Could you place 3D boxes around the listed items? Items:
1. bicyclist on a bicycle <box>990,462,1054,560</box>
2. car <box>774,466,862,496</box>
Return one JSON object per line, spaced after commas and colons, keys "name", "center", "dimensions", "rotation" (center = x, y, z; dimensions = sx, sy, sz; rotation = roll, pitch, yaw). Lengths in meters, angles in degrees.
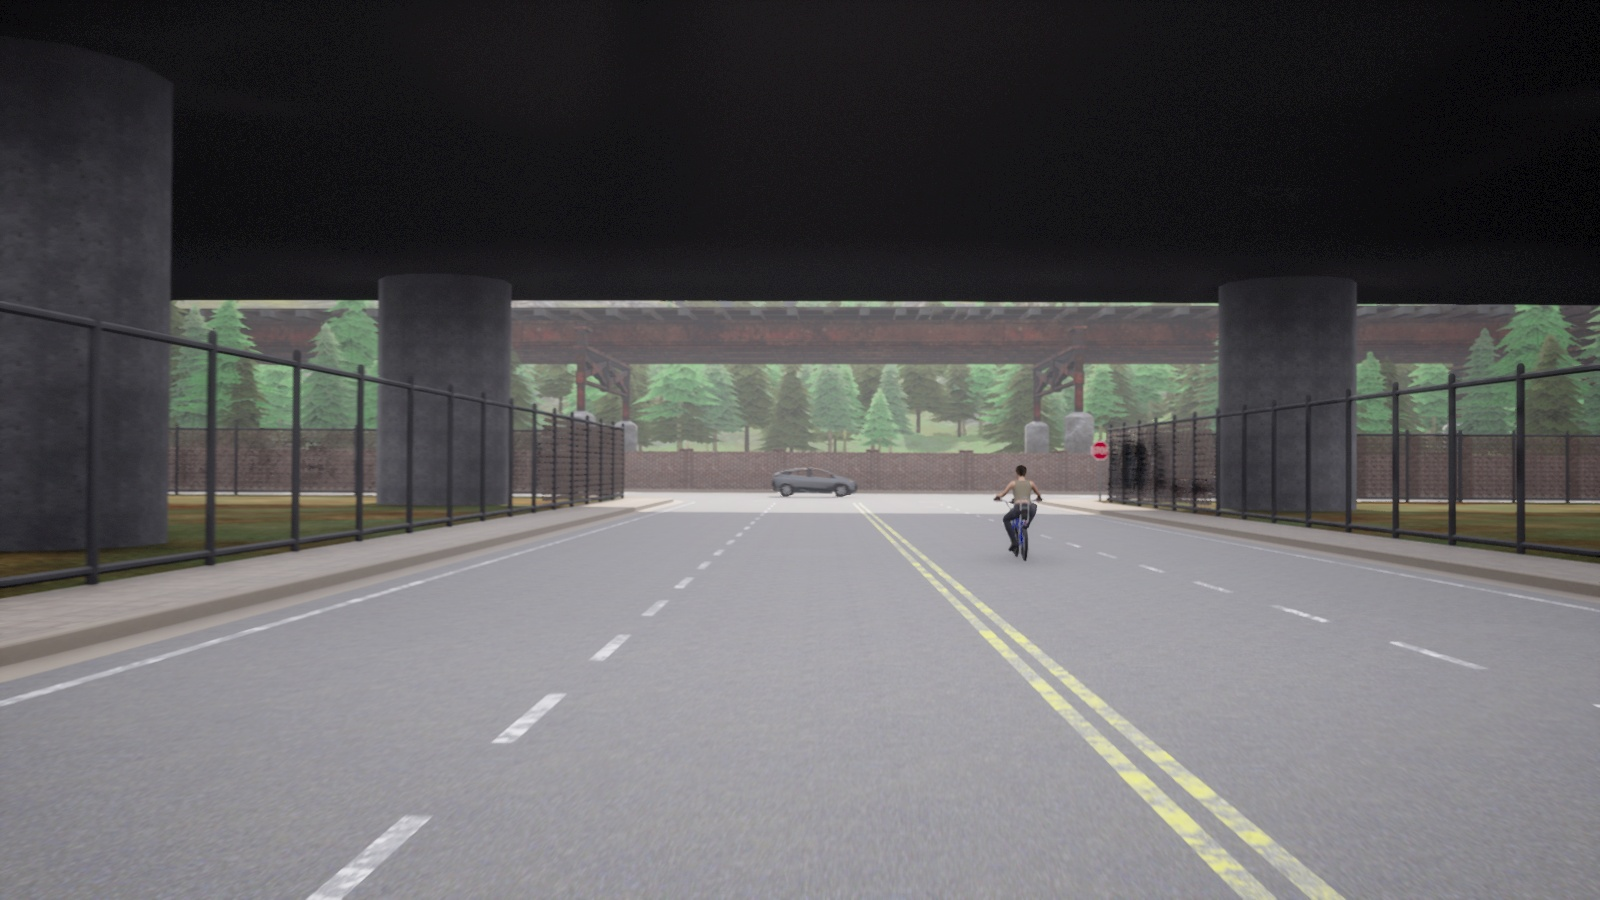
{"name": "bicyclist on a bicycle", "center": [3.806, 1.024, 21.634], "dimensions": [0.866, 1.612, 1.509], "rotation": [0, -1, 1]}
{"name": "car", "center": [0.939, 1.610, 65.222], "dimensions": [4.514, 1.525, 2.007], "rotation": [0, -1, 2]}
